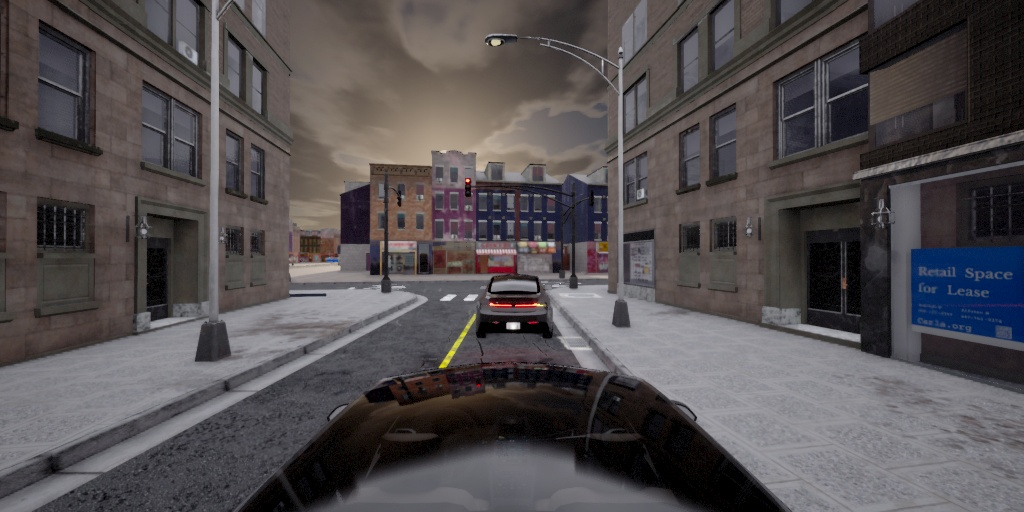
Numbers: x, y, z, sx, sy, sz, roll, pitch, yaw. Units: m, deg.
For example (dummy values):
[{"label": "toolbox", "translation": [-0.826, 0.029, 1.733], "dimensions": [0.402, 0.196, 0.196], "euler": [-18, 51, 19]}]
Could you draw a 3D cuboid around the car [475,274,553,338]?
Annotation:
[{"label": "car", "translation": [0.099, 1.256, 10.147], "dimensions": [1.837, 1.490, 4.892], "euler": [0, 0, 2]}]
